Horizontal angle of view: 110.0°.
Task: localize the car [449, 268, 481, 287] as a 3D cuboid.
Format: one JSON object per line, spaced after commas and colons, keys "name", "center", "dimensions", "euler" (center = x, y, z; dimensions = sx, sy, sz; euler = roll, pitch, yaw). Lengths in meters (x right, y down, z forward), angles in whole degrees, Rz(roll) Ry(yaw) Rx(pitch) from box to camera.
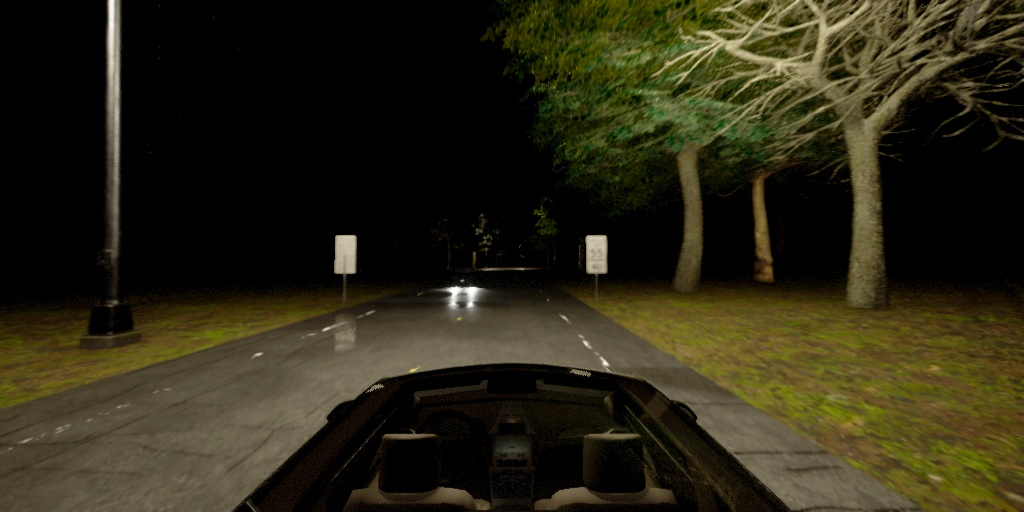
{"name": "car", "center": [-3.490, 1.572, 27.155], "dimensions": [1.994, 1.385, 4.181], "euler": [0, -1, 0]}
